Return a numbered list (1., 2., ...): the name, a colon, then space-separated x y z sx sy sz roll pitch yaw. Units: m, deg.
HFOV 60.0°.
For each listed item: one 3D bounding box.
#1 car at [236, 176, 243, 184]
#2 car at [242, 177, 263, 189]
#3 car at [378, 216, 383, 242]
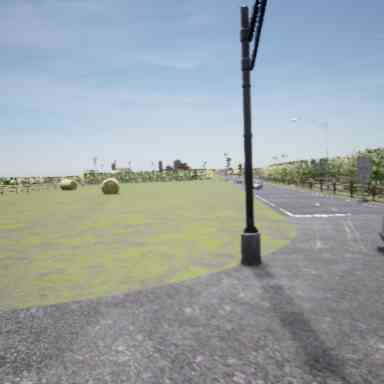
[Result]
1. car: 10.164 -2.486 68.891 1.812 1.442 4.674 -2 3 4
2. car: 8.436 -1.121 45.087 2.128 1.511 4.902 -2 4 4
3. car: 5.743 1.011 6.440 2.033 1.411 5.357 -2 3 3
